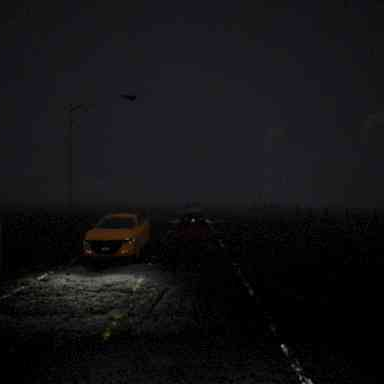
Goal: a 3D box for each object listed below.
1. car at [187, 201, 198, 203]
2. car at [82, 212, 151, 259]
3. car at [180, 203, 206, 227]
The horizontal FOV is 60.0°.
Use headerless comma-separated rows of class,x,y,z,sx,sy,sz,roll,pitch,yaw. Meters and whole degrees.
car,0.101,1.918,41.004,1.837,1.490,4.892,0,-1,0
car,-2.839,1.612,13.386,1.882,1.535,5.008,0,-1,0
car,0.093,1.777,25.079,1.812,1.442,4.674,0,0,0
